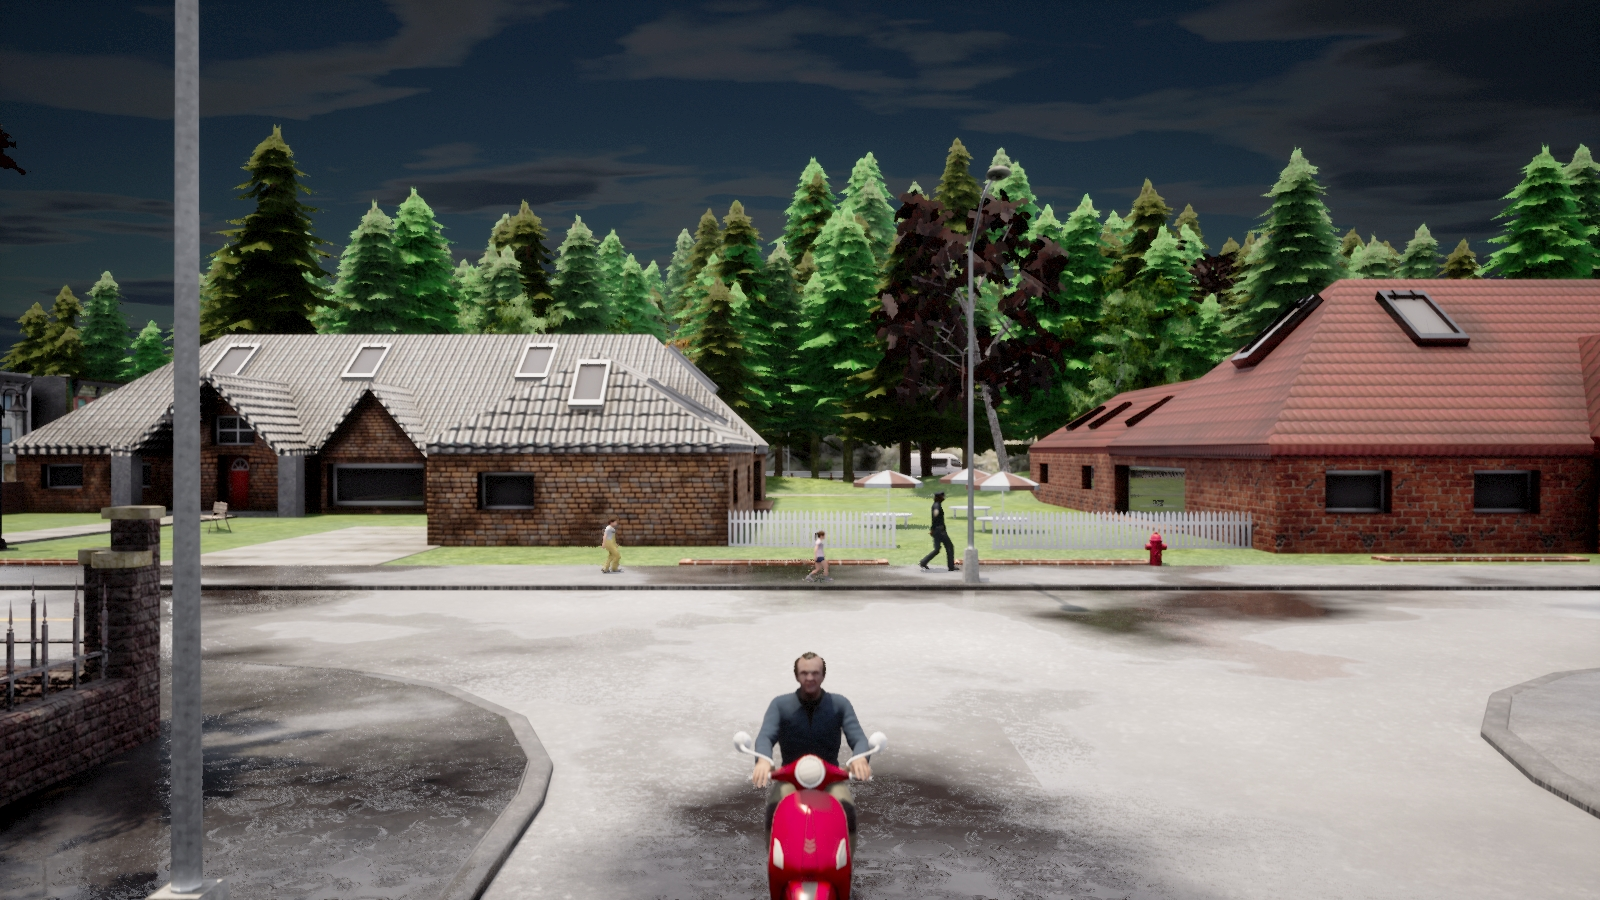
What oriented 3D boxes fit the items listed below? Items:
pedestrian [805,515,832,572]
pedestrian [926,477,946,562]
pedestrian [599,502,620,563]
[{"bbox_3d":[0.378,1.905,23.353,0.500,1.100,0.500,0,0,-7],"label":"pedestrian"},{"bbox_3d":[3.002,1.525,25.195,0.375,1.860,0.375,0,0,-3],"label":"pedestrian"},{"bbox_3d":[-4.159,1.805,24.938,0.375,1.300,0.375,0,0,2],"label":"pedestrian"}]
